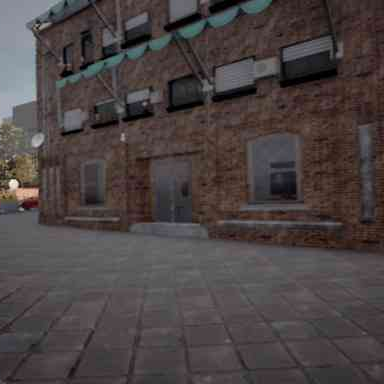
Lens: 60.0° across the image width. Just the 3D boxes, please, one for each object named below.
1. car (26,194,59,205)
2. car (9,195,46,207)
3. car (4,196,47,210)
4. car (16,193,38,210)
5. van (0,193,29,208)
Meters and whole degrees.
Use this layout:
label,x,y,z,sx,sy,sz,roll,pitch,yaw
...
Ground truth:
label,x,y,z,sx,sy,sz,roll,pitch,yaw
car,-23.351,1.191,52.103,4.674,1.452,2.002,-2,2,24
car,-24.469,1.311,49.549,4.892,1.521,2.231,-2,2,24
car,-21.893,1.401,43.962,1.837,1.490,4.892,-2,1,24
car,-16.455,1.040,37.164,5.566,2.045,2.435,-2,2,24
van,-25.482,1.233,46.934,4.442,1.987,1.878,-2,2,24
